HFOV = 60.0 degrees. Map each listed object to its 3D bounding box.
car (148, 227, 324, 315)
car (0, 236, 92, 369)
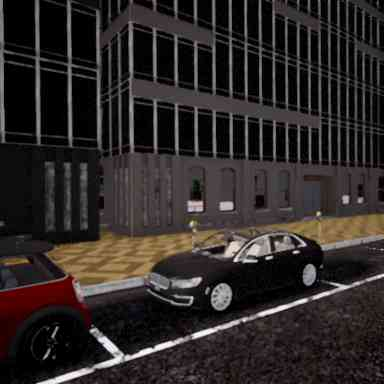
[{"bbox_3d":[1.142,1.504,7.374,4.403,1.369,2.008,-1,0,-35],"label":"car"},{"bbox_3d":[-3.492,1.445,4.069,4.097,1.590,1.967,-1,0,-35],"label":"car"}]
